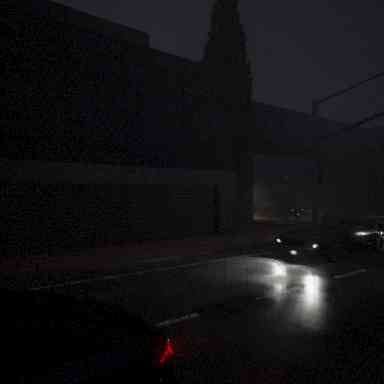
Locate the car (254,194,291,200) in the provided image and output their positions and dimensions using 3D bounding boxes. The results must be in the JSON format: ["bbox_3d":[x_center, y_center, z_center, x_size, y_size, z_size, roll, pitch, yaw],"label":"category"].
[{"bbox_3d":[8.689,1.221,34.151,2.150,2.045,5.566,0,0,-36],"label":"car"}]

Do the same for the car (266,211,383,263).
[{"bbox_3d":[5.392,1.547,12.211,5.357,1.411,2.033,0,0,-36],"label":"car"}]

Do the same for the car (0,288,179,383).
[{"bbox_3d":[-2.143,1.564,2.477,4.181,1.385,1.994,0,0,-36],"label":"car"}]

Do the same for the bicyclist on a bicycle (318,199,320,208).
[{"bbox_3d":[16.217,1.303,43.256,1.656,1.620,0.582,0,0,-37],"label":"bicyclist on a bicycle"}]

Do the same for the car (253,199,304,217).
[{"bbox_3d":[7.626,1.601,29.720,1.895,1.301,4.718,0,0,-37],"label":"car"}]
